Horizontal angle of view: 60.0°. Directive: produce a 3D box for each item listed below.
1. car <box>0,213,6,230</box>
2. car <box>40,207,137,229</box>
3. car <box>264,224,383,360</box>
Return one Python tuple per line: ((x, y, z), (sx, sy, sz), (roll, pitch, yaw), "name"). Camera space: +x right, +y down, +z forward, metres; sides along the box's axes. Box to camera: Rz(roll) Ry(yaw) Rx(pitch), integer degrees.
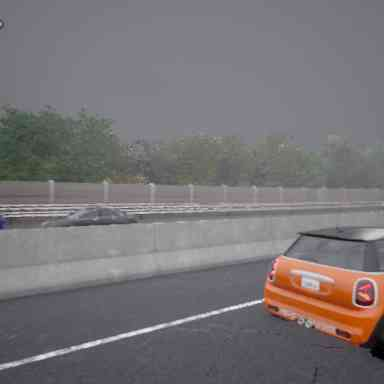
((-12.234, 1.473, 16.754), (5.008, 1.535, 1.882), (1, 0, -35), "car")
((-5.289, 1.570, 17.389), (4.892, 1.490, 1.837), (1, 0, -35), "car")
((3.508, 1.429, 6.204), (4.553, 1.767, 2.097), (1, -1, -35), "car")
